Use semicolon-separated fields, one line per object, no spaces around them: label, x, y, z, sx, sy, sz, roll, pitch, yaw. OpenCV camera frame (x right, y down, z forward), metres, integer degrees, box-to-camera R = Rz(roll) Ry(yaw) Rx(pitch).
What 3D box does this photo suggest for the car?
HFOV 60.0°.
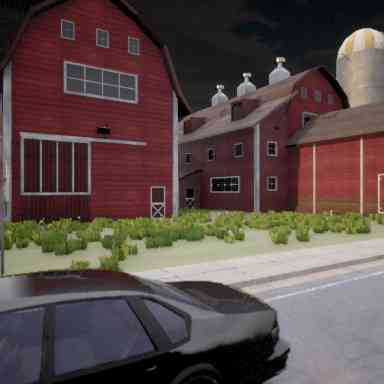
car;-1.555;1.547;3.096;5.357;1.411;2.033;0;0;-29
